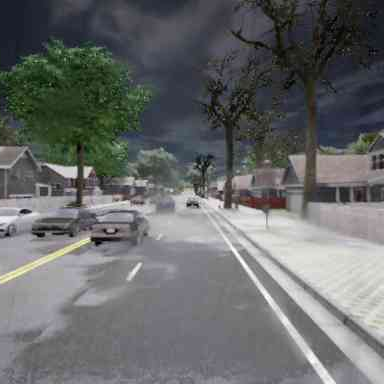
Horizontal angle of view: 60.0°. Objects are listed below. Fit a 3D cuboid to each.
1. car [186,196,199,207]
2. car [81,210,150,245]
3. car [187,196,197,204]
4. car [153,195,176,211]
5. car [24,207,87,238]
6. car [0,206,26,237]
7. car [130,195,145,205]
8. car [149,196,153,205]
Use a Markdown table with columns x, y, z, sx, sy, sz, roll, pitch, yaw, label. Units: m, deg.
| x | y | z | sx | sy | sz | roll | pitch | yaw | label |
| --- | --- | --- | --- | --- | --- | --- | --- | --- | --- |
| 0.090 | 1.636 | 51.775 | 1.895 | 1.301 | 4.718 | 0 | 0 | 0 | car |
| -3.152 | 1.552 | 15.397 | 2.033 | 1.411 | 5.357 | 0 | 0 | 0 | car |
| -0.012 | 1.595 | 66.855 | 2.033 | 1.411 | 5.357 | 0 | 0 | 0 | car |
| -3.159 | 1.375 | 40.944 | 2.097 | 1.767 | 4.553 | 0 | 0 | 0 | car |
| -6.601 | 1.553 | 17.961 | 2.033 | 1.411 | 5.357 | 0 | 0 | 0 | car |
| -9.848 | 1.531 | 18.097 | 1.812 | 1.442 | 4.674 | 0 | 0 | 0 | car |
| -9.781 | 1.397 | 60.135 | 2.097 | 1.767 | 4.553 | 0 | 0 | 0 | car |
| -6.531 | 1.398 | 60.136 | 2.097 | 1.767 | 4.553 | 0 | 0 | 0 | car |
